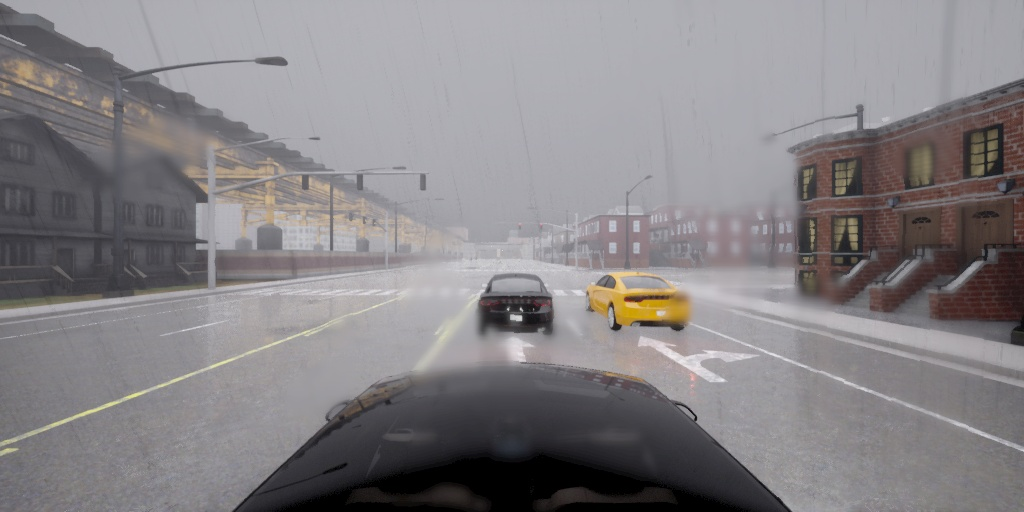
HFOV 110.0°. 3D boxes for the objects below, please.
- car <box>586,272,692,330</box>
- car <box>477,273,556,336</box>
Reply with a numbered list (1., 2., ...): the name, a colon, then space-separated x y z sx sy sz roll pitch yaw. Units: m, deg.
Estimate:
1. car: 3.604 1.228 11.097 1.882 1.535 5.008 0 0 0
2. car: 0.102 1.228 10.392 1.882 1.535 5.008 0 0 0
